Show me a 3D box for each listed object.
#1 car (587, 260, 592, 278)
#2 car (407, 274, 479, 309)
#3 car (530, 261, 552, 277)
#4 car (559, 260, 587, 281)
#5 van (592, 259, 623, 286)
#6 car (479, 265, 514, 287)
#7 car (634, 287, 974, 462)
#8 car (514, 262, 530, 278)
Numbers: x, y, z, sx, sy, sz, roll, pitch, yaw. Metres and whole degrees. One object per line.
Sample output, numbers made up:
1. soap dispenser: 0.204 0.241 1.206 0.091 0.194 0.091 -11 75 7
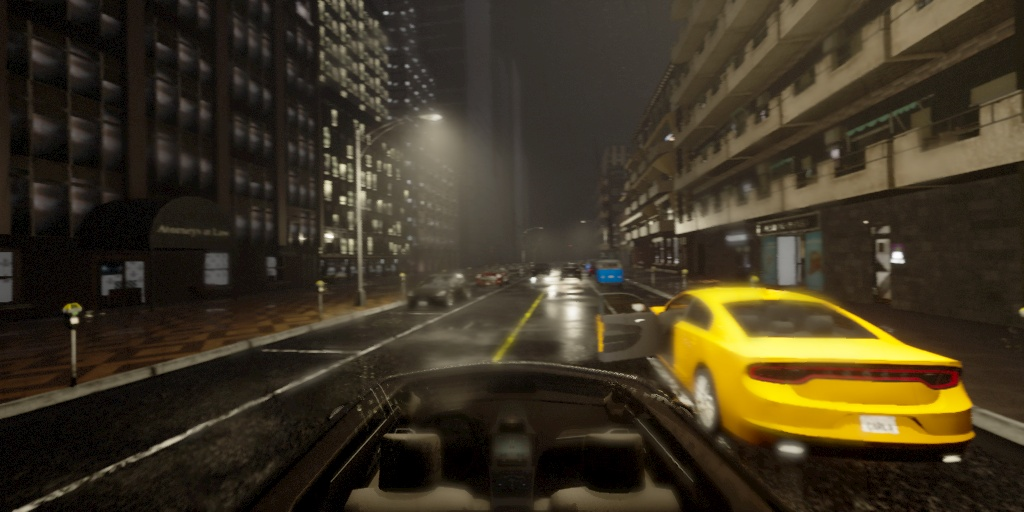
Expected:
1. car: 8.657 1.424 36.585 1.888 1.381 4.507 0 0 9
2. car: -3.113 1.493 16.099 1.948 1.339 4.313 0 0 9
3. car: 3.347 1.487 39.817 1.882 1.535 5.008 -1 -1 10
4. car: 5.199 1.393 31.644 2.128 1.511 4.902 -1 0 9
5. van: 6.909 1.157 25.680 1.690 1.789 3.998 0 0 9
6. car: -1.365 1.426 27.006 1.967 1.591 4.097 0 0 9
7. car: 3.291 1.193 5.284 1.882 1.535 5.008 -1 0 9
8. car: 0.383 1.599 37.911 2.007 1.370 4.403 0 0 9
